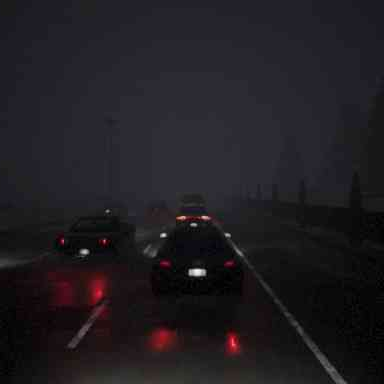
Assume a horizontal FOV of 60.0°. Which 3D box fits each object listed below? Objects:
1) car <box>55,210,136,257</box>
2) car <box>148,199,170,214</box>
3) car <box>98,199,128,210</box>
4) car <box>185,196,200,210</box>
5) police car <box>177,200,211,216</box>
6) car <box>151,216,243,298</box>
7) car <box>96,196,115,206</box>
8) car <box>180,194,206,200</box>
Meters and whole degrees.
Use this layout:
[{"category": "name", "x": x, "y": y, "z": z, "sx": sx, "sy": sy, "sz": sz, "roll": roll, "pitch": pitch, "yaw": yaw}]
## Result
[{"category": "car", "x": -3.400, "y": 1.585, "z": 12.746, "sx": 1.895, "sy": 1.301, "sz": 4.718, "roll": 0, "pitch": 0, "yaw": 0}, {"category": "car", "x": -3.401, "y": 1.448, "z": 34.788, "sx": 2.128, "sy": 1.511, "sz": 4.902, "roll": 0, "pitch": 0, "yaw": 0}, {"category": "car", "x": -6.900, "y": 1.528, "z": 29.207, "sx": 1.994, "sy": 1.385, "sz": 4.181, "roll": 0, "pitch": 0, "yaw": 0}, {"category": "car", "x": 0.098, "y": 1.404, "z": 42.945, "sx": 1.801, "sy": 1.575, "sz": 5.366, "roll": 0, "pitch": 0, "yaw": 0}, {"category": "police car", "x": 0.098, "y": 1.484, "z": 19.155, "sx": 2.038, "sy": 1.542, "sz": 4.974, "roll": 0, "pitch": 0, "yaw": 0}, {"category": "car", "x": 0.096, "y": 1.554, "z": 8.576, "sx": 1.994, "sy": 1.385, "sz": 4.181, "roll": 0, "pitch": 0, "yaw": 0}, {"category": "car", "x": -14.070, "y": 1.459, "z": 54.469, "sx": 1.812, "sy": 1.442, "sz": 4.674, "roll": 0, "pitch": 0, "yaw": 0}, {"category": "car", "x": 0.099, "y": 1.188, "z": 30.328, "sx": 2.150, "sy": 2.045, "sz": 5.566, "roll": 0, "pitch": 1, "yaw": 0}]
